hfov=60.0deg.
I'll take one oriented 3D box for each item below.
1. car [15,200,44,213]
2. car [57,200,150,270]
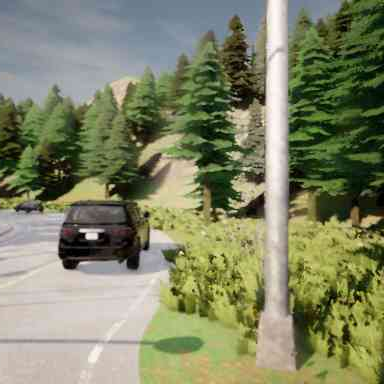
[{"bbox_3d":[-19.124,1.713,39.127,4.674,1.442,1.812,0,-1,40],"label":"car"},{"bbox_3d":[-2.727,1.275,11.401,2.150,2.045,5.566,0,0,-2],"label":"car"}]
